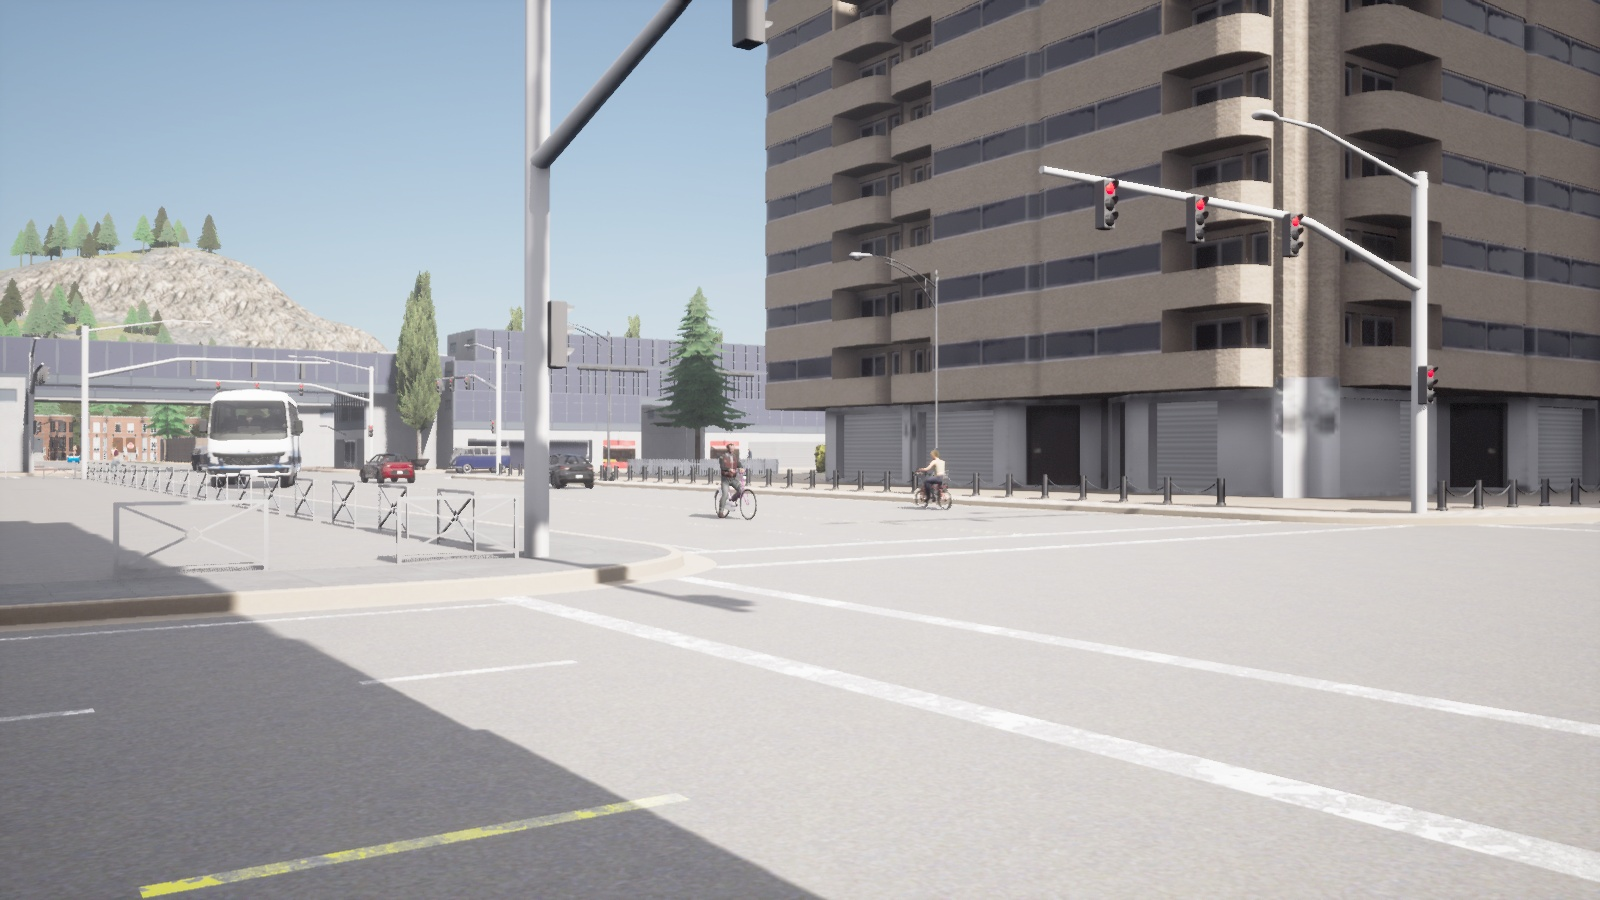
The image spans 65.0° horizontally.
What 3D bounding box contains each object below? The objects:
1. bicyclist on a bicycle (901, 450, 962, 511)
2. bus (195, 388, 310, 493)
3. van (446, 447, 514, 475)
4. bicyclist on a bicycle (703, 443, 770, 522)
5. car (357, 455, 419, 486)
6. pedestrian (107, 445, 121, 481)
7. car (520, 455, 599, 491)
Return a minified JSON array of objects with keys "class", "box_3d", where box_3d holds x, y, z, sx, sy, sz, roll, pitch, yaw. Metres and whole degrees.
[{"class":"bicyclist on a bicycle","box_3d":[3.566,0.800,34.046,0.866,1.612,1.509,0,0,-34]},{"class":"bus","box_3d":[-24.341,-0.393,56.391,3.944,4.253,10.273,-1,0,-20]},{"class":"van","box_3d":[-23.444,0.806,92.080,4.442,1.987,1.775,0,0,-35]},{"class":"bicyclist on a bicycle","box_3d":[-1.487,0.736,29.055,0.659,1.776,1.843,0,-1,-35]},{"class":"car","box_3d":[-20.704,1.001,63.020,1.816,1.474,4.193,0,0,-35]},{"class":"pedestrian","box_3d":[-35.160,0.683,64.387,0.594,1.836,0.345,0,0,23]},{"class":"car","box_3d":[-10.455,0.956,54.344,1.816,1.474,4.193,0,0,-35]}]
